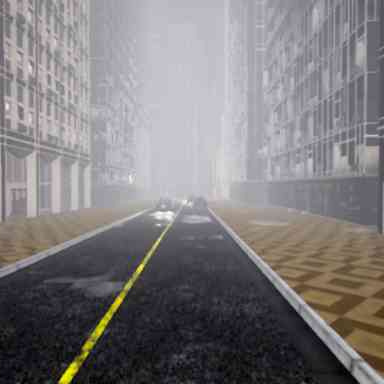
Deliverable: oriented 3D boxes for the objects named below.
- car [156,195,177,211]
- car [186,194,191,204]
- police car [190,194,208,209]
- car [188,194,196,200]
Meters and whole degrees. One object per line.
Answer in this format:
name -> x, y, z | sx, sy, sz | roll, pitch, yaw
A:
car -> -3.086, 1.390, 38.446 | 2.128, 1.511, 4.902 | 0, 0, 0
car -> 0.008, 1.361, 61.012 | 1.837, 1.490, 4.892 | 0, 0, 0
police car -> 1.056, 1.314, 42.968 | 1.930, 1.638, 5.238 | 0, 0, 0
car -> 0.010, 1.164, 78.645 | 1.882, 1.535, 5.008 | 0, 0, 0
